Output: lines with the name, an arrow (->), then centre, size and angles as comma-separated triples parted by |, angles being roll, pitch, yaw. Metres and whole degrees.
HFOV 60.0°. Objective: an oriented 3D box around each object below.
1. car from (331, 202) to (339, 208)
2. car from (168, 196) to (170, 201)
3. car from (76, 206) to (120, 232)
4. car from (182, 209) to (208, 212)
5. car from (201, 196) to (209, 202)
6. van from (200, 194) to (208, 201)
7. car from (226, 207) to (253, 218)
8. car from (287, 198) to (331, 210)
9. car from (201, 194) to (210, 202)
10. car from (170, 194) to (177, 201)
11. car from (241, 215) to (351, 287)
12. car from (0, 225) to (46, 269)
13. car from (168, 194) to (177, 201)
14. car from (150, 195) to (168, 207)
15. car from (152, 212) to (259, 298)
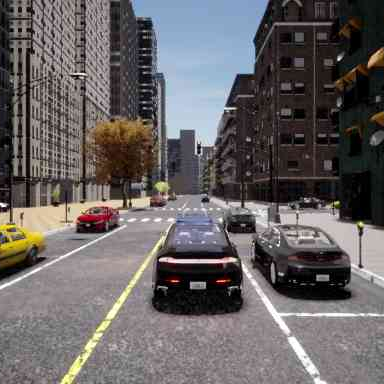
car -> 18.999, 1.259, 39.548 | 4.829, 1.417, 1.752 | -1, 1, 0
car -> -5.432, 1.607, 58.109 | 1.947, 1.339, 4.313 | 0, 0, 0
car -> -5.602, 1.549, 20.198 | 1.887, 1.381, 4.507 | 0, 0, 0
car -> 0.159, 1.605, 18.613 | 1.895, 1.301, 4.718 | 0, 0, 1
car -> 3.049, 1.599, 80.332 | 1.752, 1.417, 4.829 | 0, 0, 0
van -> 3.072, 1.424, 85.686 | 1.690, 1.788, 3.998 | 0, 0, 0
car -> 2.778, 1.555, 20.161 | 2.008, 1.369, 4.403 | 0, 0, 0
car -> 13.602, 1.359, 39.518 | 4.403, 1.369, 2.008 | -1, 1, 0
car -> 3.023, 1.630, 74.639 | 1.947, 1.339, 4.313 | 0, 0, 0
car -> -5.308, 1.649, 85.724 | 1.947, 1.339, 4.313 | 0, 0, 0
car -> 2.728, 1.552, 9.095 | 2.008, 1.369, 4.403 | 0, 0, 0
car -> -5.653, 1.526, 8.963 | 1.752, 1.417, 4.829 | 0, 0, 0
car -> -5.284, 1.410, 91.246 | 2.192, 1.841, 5.009 | 0, 0, 0
car -> -5.457, 1.349, 52.586 | 2.192, 1.841, 5.009 | 0, 0, 0
car -> 0.126, 1.492, 8.496 | 2.128, 1.511, 4.902 | 0, 0, 0
